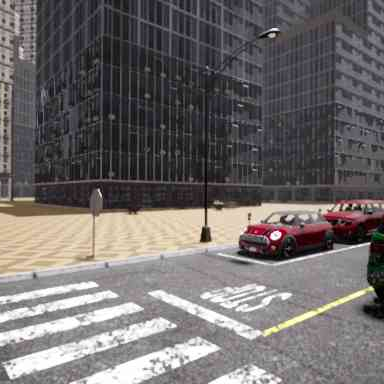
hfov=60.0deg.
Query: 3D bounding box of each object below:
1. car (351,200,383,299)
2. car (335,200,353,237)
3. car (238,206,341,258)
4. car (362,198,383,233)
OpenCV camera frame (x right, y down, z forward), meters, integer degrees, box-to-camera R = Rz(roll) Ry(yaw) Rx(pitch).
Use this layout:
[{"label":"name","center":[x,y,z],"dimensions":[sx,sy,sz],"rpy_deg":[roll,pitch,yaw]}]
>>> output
[{"label":"car","center":[5.874,1.226,7.198],"dimensions":[5.566,2.045,2.150],"rpy_deg":[0,0,-39]},{"label":"car","center":[8.013,1.326,16.277],"dimensions":[5.009,1.841,2.192],"rpy_deg":[0,0,-39]},{"label":"car","center":[3.638,1.447,12.708],"dimensions":[4.097,1.590,1.967],"rpy_deg":[0,0,-39]},{"label":"car","center":[12.388,1.329,19.847],"dimensions":[5.009,1.841,2.192],"rpy_deg":[0,0,-39]}]
